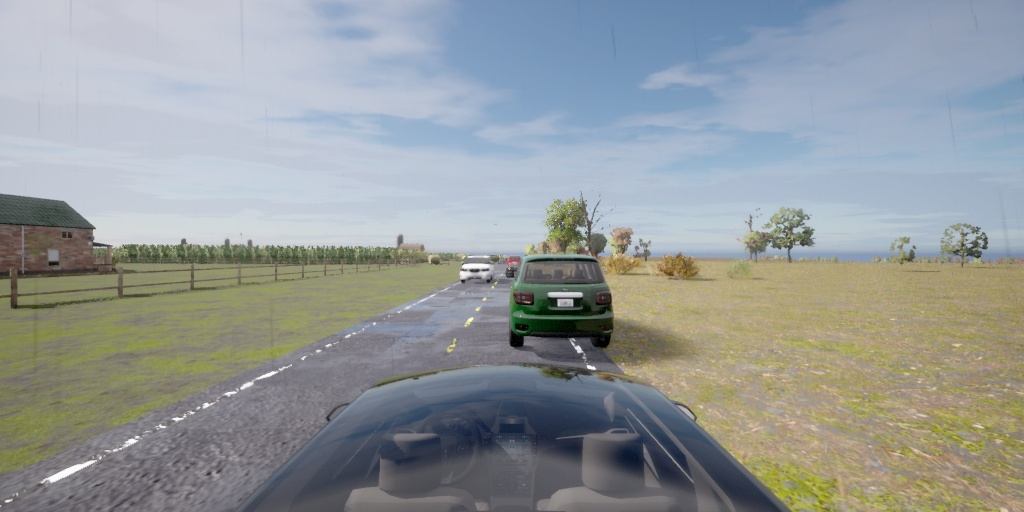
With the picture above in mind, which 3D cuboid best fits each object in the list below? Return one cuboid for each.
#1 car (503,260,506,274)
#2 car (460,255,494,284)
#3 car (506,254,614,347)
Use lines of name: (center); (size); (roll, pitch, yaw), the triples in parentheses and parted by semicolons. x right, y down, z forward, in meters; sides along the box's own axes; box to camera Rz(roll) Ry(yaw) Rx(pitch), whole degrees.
car: (0.346, 1.352, 38.477); (1.895, 1.301, 4.718); (0, 0, 1)
car: (-2.563, 0.973, 27.427); (2.150, 2.045, 5.566); (0, 0, 0)
car: (1.025, 0.975, 9.439); (2.150, 2.045, 5.566); (0, 0, 0)
